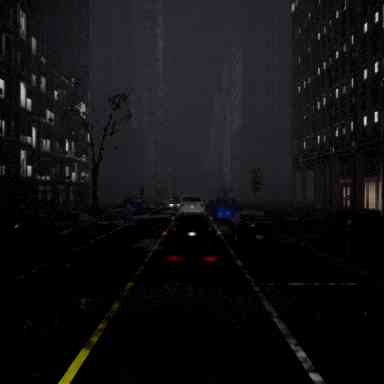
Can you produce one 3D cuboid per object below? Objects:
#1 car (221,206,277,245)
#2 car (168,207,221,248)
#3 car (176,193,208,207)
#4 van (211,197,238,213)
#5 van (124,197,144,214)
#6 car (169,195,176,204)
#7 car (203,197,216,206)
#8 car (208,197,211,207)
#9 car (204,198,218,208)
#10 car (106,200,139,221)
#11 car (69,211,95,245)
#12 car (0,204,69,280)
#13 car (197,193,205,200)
[{"bbox_3d":[2.683,1.545,15.378,2.008,1.369,4.403,-1,0,0],"label":"car"},{"bbox_3d":[0.000,1.568,14.651,1.994,1.385,4.181,0,0,0],"label":"car"},{"bbox_3d":[0.000,1.249,29.681,2.150,2.045,5.566,0,0,0],"label":"car"},{"bbox_3d":[2.681,1.333,26.746,1.690,1.788,3.998,-1,0,0],"label":"van"},{"bbox_3d":[-5.699,1.330,32.430,1.690,1.788,3.998,-1,0,0],"label":"van"},{"bbox_3d":[-3.000,1.377,62.683,2.097,1.767,4.553,0,0,0],"label":"car"},{"bbox_3d":[2.813,1.542,55.165,1.947,1.339,4.313,-1,0,0],"label":"car"},{"bbox_3d":[2.737,1.549,43.796,1.947,1.339,4.313,-1,0,0],"label":"car"},{"bbox_3d":[2.795,1.562,49.479,1.802,1.307,4.206,-1,0,0],"label":"car"},{"bbox_3d":[-5.697,1.573,26.747,1.802,1.307,4.206,-1,0,0],"label":"car"},{"bbox_3d":[-5.698,1.576,15.378,1.802,1.307,4.206,-1,0,0],"label":"car"},{"bbox_3d":[-5.700,1.310,9.695,2.192,1.841,5.009,-1,0,0],"label":"car"},{"bbox_3d":[2.551,1.265,94.094,2.192,1.841,5.009,0,0,0],"label":"car"}]
